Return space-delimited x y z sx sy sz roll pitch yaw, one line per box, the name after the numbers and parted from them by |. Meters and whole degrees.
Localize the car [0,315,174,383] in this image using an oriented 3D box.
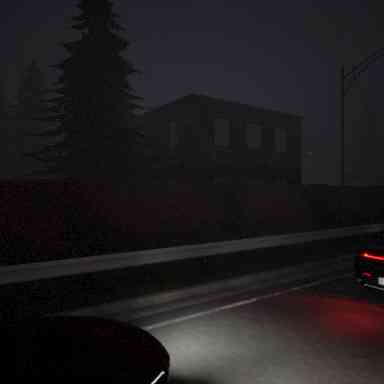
-2.286 1.526 2.121 4.674 1.442 1.812 0 0 -36 | car

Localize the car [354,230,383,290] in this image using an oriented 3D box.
5.753 1.502 7.850 4.892 1.490 1.837 0 0 -35 | car
